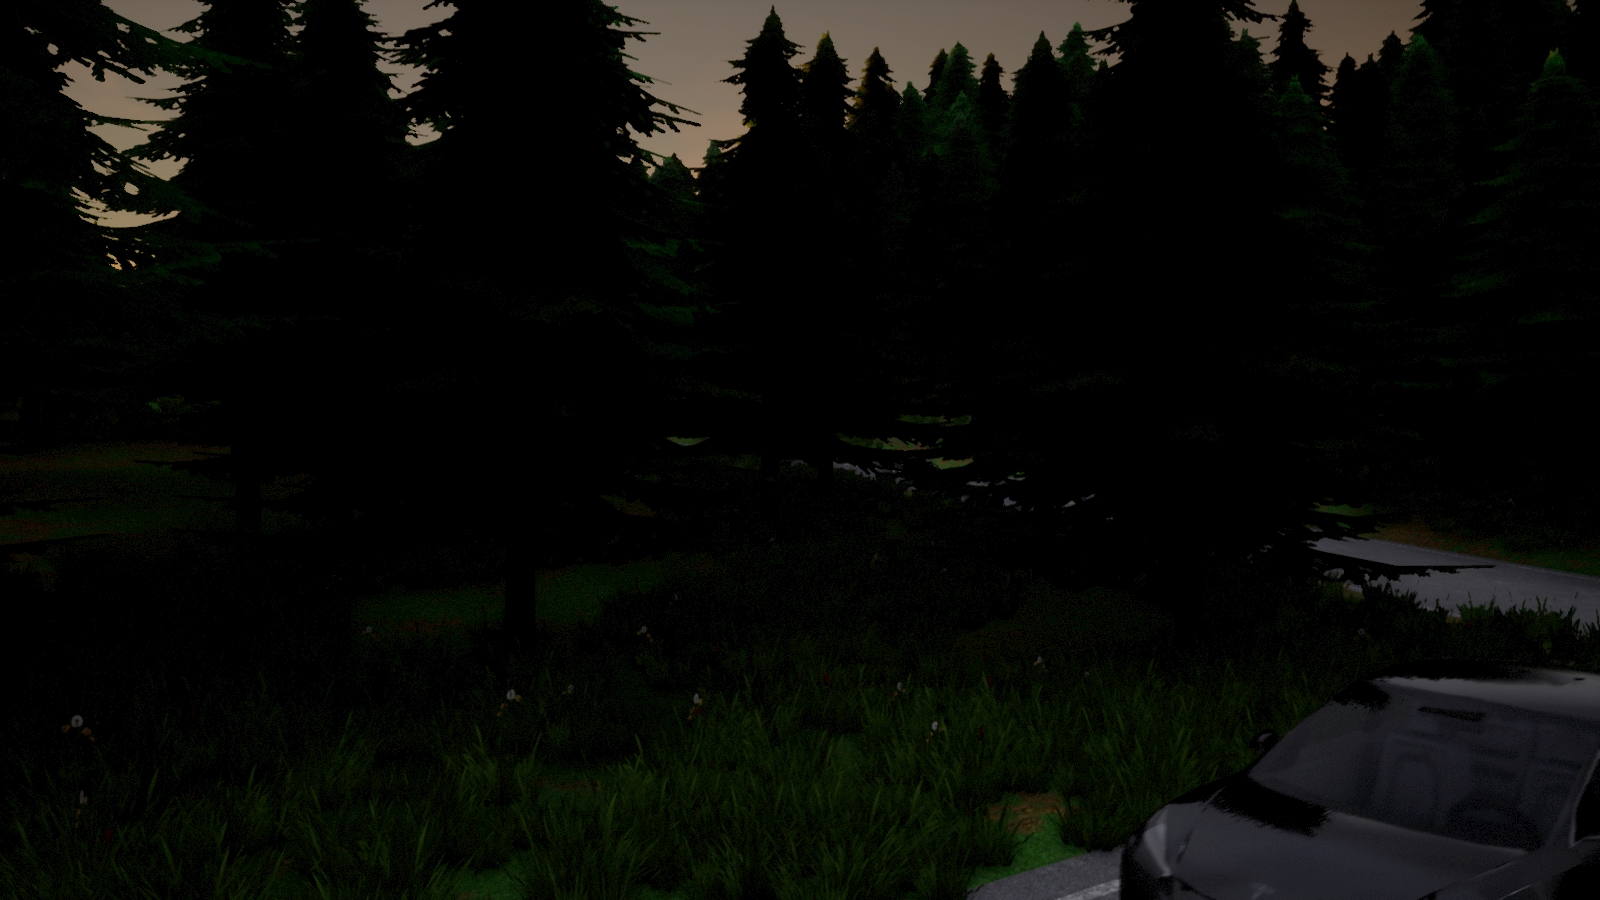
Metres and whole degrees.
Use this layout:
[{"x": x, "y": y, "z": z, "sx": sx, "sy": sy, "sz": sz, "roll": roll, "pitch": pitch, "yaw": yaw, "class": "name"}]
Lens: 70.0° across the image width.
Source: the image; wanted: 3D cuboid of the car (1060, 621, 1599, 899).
[{"x": 3.967, "y": 2.057, "z": 6.529, "sx": 4.792, "sy": 1.488, "sz": 2.163, "roll": 0, "pitch": 0, "yaw": -35, "class": "car"}]
